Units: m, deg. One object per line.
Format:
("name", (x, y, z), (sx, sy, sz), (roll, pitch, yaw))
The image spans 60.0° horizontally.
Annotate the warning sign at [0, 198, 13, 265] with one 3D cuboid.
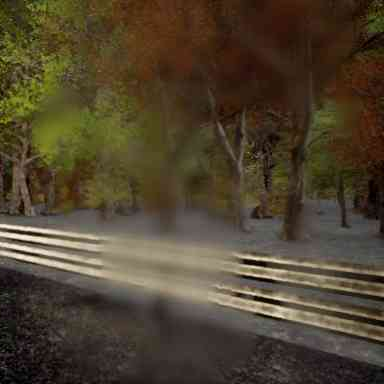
("warning sign", (-6.000, 1.128, 9.376), (1.060, 1.860, 1.300), (-1, 0, 35))
